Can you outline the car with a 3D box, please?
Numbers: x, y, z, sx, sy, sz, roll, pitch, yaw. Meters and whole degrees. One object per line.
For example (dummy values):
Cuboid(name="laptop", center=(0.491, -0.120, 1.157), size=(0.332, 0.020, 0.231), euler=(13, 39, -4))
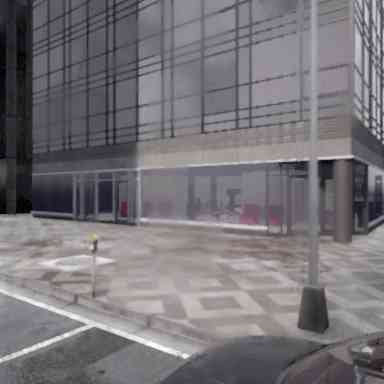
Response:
Cuboid(name="car", center=(1.629, 1.551, 1.801), size=(4.403, 1.369, 2.008), euler=(0, 0, 35))
